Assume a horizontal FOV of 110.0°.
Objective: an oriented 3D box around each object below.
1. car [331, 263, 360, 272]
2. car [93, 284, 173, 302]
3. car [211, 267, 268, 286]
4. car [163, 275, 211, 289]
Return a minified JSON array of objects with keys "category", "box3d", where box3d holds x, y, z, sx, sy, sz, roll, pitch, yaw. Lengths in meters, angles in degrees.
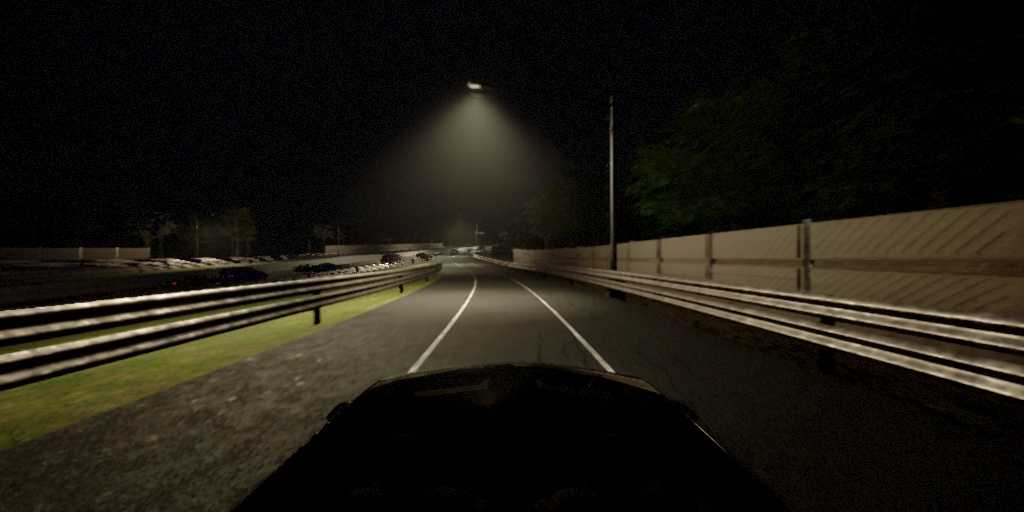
[{"category":"car","box3d":[-26.799,1.990,58.505,1.895,1.301,4.718,0,3,7]},{"category":"car","box3d":[-30.540,3.390,28.768,1.994,1.385,4.181,0,3,7]},{"category":"car","box3d":[-32.263,2.347,43.096,2.150,2.045,5.566,0,3,7]},{"category":"car","box3d":[-36.115,2.814,40.531,2.033,1.411,5.357,0,3,7]}]
